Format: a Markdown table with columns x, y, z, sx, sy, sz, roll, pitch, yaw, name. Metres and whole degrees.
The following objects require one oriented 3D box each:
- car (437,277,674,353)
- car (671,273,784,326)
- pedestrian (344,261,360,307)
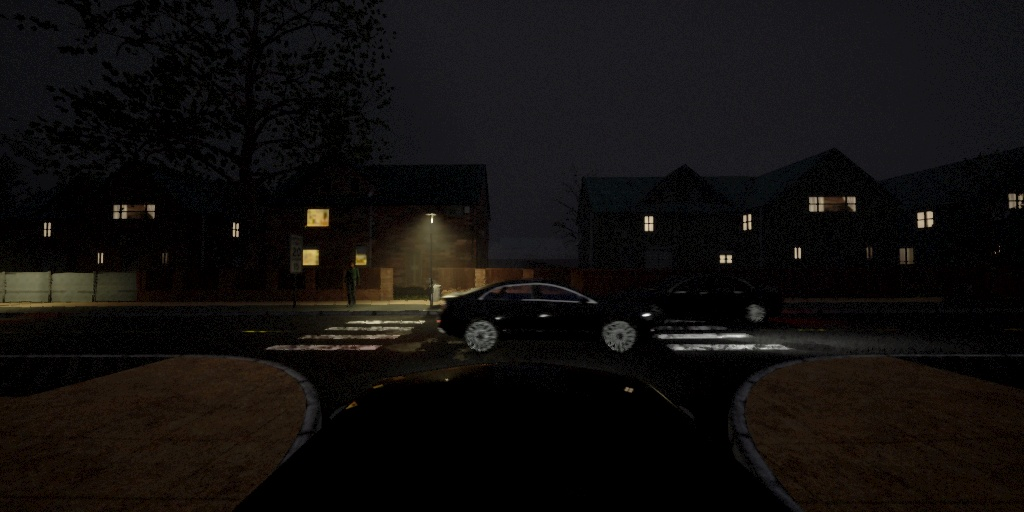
| x | y | z | sx | sy | sz | roll | pitch | yaw | name |
| --- | --- | --- | --- | --- | --- | --- | --- | --- | --- |
| 0.768 | 1.270 | 8.313 | 4.902 | 1.511 | 2.128 | 0 | -1 | 2 | car |
| 5.568 | 1.290 | 11.125 | 4.892 | 1.490 | 1.837 | -1 | -1 | 2 | car |
| -6.451 | 1.113 | 14.418 | 0.375 | 1.860 | 0.375 | 0 | -1 | 2 | pedestrian |
